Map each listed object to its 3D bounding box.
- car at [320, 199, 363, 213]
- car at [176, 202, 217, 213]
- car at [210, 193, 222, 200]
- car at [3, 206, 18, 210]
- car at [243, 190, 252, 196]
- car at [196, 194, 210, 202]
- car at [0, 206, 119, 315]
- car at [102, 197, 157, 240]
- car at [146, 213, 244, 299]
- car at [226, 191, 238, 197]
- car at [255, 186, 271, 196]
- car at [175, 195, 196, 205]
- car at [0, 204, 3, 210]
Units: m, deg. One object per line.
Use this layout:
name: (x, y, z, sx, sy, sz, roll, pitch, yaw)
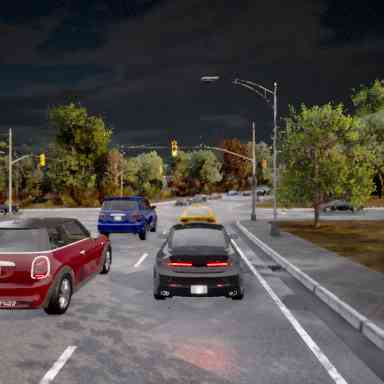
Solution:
car: (16.368, 1.533, 36.977, 4.902, 1.511, 2.128, -1, 0, 4)
car: (0.347, 1.518, 17.977, 1.882, 1.535, 5.008, 0, 0, 2)
car: (5.263, 1.007, 74.420, 1.812, 1.442, 4.674, 0, 2, 23)
car: (-21.189, 1.826, 35.611, 4.718, 1.301, 1.895, -1, 0, 3)
car: (14.590, 0.266, 84.288, 1.994, 1.385, 4.181, 0, 3, 33)
car: (1.395, 1.250, 65.154, 2.097, 1.767, 4.553, 0, 2, 21)
car: (-3.356, 1.362, 7.758, 2.097, 1.767, 4.553, 0, 0, 1)
car: (-3.189, 1.260, 17.322, 2.150, 2.045, 5.566, 0, 0, 2)
car: (0.150, 1.516, 8.425, 1.837, 1.490, 4.892, 0, 0, 1)
car: (10.202, 0.404, 83.824, 1.812, 1.442, 4.674, 0, 3, 31)
car: (17.911, 0.149, 83.010, 1.882, 1.535, 5.008, 0, 3, 33)
car: (-1.373, 1.660, 56.800, 1.994, 1.385, 4.181, 0, 1, 17)
car: (-21.534, 1.708, 32.121, 4.902, 1.511, 2.128, -1, 0, 4)
